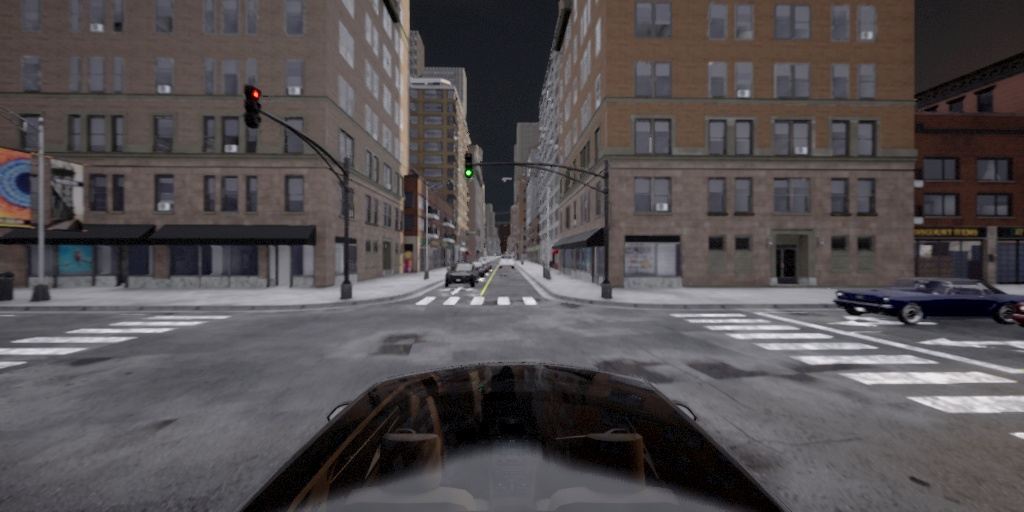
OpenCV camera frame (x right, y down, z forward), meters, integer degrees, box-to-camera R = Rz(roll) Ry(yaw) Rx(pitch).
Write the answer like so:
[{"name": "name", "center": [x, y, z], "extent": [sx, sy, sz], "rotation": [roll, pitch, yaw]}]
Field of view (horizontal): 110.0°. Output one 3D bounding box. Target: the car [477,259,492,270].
[{"name": "car", "center": [-3.768, 1.136, 50.614], "extent": [1.812, 1.442, 4.674], "rotation": [0, 0, -1]}]

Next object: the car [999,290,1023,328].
[{"name": "car", "center": [14.565, 1.354, 8.024], "extent": [4.718, 1.301, 1.895], "rotation": [0, 0, -1]}]

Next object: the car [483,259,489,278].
[{"name": "car", "center": [-3.412, 1.187, 33.333], "extent": [1.812, 1.442, 4.674], "rotation": [0, 0, -1]}]

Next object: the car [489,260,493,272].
[{"name": "car", "center": [-3.581, 1.162, 41.730], "extent": [1.812, 1.442, 4.674], "rotation": [0, 0, -1]}]

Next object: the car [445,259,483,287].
[{"name": "car", "center": [-3.246, 1.169, 24.003], "extent": [1.882, 1.535, 5.008], "rotation": [0, 0, -1]}]

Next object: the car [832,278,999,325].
[{"name": "car", "center": [13.022, 1.350, 11.236], "extent": [4.718, 1.301, 1.895], "rotation": [0, 0, -2]}]

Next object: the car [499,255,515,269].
[{"name": "car", "center": [-0.784, 0.828, 53.166], "extent": [2.150, 2.045, 5.566], "rotation": [0, 0, -1]}]
